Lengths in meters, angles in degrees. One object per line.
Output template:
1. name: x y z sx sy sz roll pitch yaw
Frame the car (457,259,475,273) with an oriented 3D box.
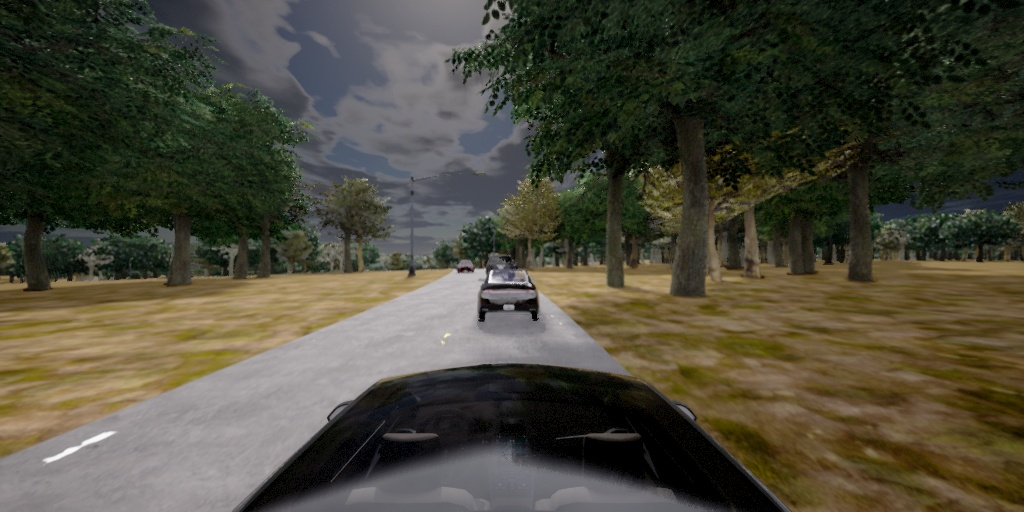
1. car: -5.720 1.212 44.387 2.097 1.767 4.553 0 -1 -7

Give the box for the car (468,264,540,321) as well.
1. car: -0.152 1.202 12.355 2.128 1.511 4.902 0 0 -2

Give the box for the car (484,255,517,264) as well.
1. car: -0.966 0.951 28.113 2.150 2.045 5.566 0 0 -4
